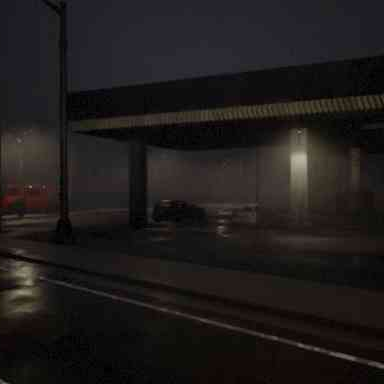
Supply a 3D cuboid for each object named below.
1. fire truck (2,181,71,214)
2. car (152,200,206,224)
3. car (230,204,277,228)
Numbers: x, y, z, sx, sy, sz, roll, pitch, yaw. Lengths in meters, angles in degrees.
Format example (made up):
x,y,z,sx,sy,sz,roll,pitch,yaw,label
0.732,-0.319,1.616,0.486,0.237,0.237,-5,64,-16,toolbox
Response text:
x,y,z,sx,sy,sz,roll,pitch,yaw,label
-19.553,0.654,41.399,2.891,3.827,8.468,-1,0,36,fire truck
-0.860,1.417,25.087,2.242,1.667,4.611,-1,0,37,car
4.215,1.532,22.287,1.970,1.475,3.806,-1,0,37,car
